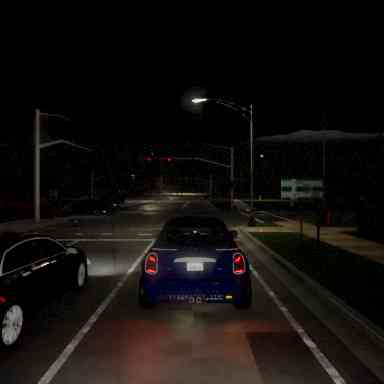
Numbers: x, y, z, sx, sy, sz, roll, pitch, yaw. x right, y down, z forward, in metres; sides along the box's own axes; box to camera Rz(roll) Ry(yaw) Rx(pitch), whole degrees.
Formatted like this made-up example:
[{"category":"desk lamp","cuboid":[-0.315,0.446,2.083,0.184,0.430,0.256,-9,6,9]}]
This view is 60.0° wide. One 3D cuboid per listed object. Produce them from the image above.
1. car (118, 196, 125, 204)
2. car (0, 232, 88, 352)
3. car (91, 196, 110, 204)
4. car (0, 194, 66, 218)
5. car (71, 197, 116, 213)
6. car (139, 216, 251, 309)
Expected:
[{"category":"car","cuboid":[-14.310,1.547,64.121,2.033,1.411,5.357,0,0,1]},{"category":"car","cuboid":[-3.440,1.505,6.145,1.837,1.490,4.892,0,0,0]},{"category":"car","cuboid":[-17.786,1.491,64.875,2.128,1.511,4.902,0,0,1]},{"category":"car","cuboid":[-14.313,1.221,29.824,5.566,2.045,2.150,0,0,1]},{"category":"car","cuboid":[-10.960,1.525,36.817,4.674,1.442,1.812,0,0,0]},{"category":"car","cuboid":[0.070,1.352,8.049,2.097,1.767,4.553,0,0,0]}]
